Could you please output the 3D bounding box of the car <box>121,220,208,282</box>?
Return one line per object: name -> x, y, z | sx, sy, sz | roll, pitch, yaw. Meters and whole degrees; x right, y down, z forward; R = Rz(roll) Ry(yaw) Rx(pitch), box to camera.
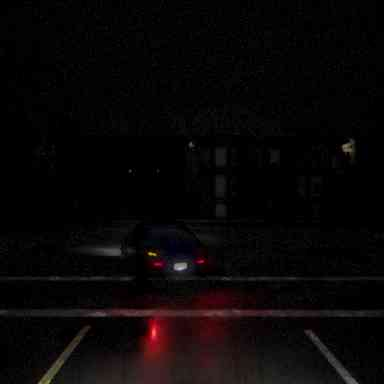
car -> -0.939, 1.548, 9.865 | 1.812, 1.442, 4.674 | 0, 0, -17
